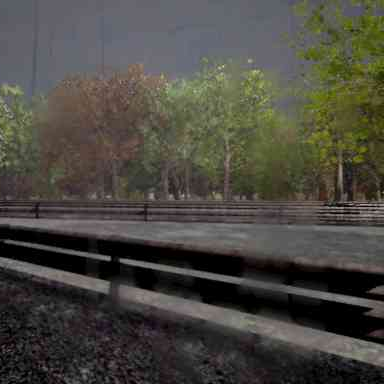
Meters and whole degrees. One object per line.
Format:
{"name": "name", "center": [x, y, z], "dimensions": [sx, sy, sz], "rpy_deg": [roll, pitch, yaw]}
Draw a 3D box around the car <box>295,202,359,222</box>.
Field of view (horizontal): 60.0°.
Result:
{"name": "car", "center": [10.948, 1.582, 27.223], "dimensions": [4.892, 1.490, 1.837], "rpy_deg": [0, 0, 14]}
